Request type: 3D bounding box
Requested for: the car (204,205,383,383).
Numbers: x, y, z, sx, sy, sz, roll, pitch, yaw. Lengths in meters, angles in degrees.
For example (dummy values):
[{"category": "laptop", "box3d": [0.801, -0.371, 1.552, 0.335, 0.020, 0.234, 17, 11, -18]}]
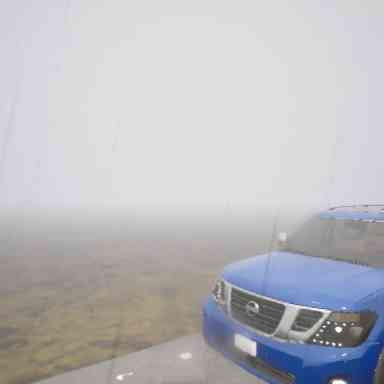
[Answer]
[{"category": "car", "box3d": [2.805, 1.248, 5.072, 5.566, 2.045, 2.150, 0, 0, -36]}]
